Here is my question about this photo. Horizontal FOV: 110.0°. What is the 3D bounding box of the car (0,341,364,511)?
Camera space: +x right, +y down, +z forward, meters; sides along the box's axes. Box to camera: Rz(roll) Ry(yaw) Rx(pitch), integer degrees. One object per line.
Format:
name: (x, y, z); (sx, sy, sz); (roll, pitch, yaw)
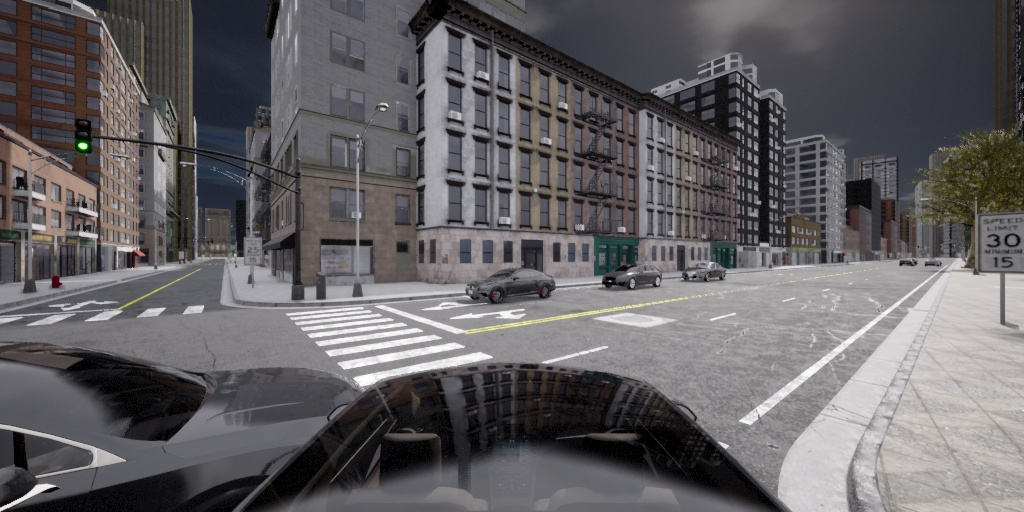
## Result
car: (-3.214, 1.257, 1.843); (4.892, 1.490, 1.837); (0, 0, -34)

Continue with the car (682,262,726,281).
car: (15.805, 1.237, 29.417); (4.902, 1.511, 2.128); (0, 0, -39)

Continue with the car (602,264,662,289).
car: (7.764, 1.259, 22.986); (4.892, 1.490, 1.837); (0, 0, -39)

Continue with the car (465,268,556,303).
car: (0.042, 1.287, 16.799); (4.674, 1.442, 1.812); (0, 0, -39)
